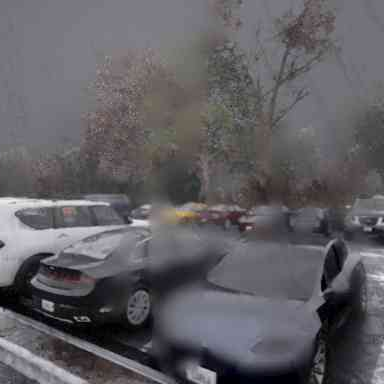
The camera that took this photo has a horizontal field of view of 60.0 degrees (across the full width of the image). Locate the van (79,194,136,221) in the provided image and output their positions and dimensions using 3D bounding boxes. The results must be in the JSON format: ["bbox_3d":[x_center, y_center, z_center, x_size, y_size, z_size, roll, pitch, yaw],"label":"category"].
[{"bbox_3d":[-6.872,1.199,27.560,1.878,1.987,4.442,0,0,36],"label":"van"}]

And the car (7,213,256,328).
[{"bbox_3d":[-0.784,1.456,7.020,2.231,1.521,4.892,0,0,36],"label":"car"}]

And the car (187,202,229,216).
[{"bbox_3d":[2.133,1.445,20.996,2.097,1.535,5.008,0,0,35],"label":"car"}]

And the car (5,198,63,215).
[{"bbox_3d":[-16.001,1.431,33.939,2.097,1.535,5.008,0,0,36],"label":"car"}]

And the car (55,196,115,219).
[{"bbox_3d":[-9.222,1.297,29.054,2.185,1.767,4.553,0,0,35],"label":"car"}]

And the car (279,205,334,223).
[{"bbox_3d":[6.692,1.485,17.794,2.163,1.488,4.792,0,0,35],"label":"car"}]

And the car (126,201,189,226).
[{"bbox_3d":[-2.404,1.475,24.230,2.002,1.452,4.674,0,0,35],"label":"car"}]

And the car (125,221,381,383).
[{"bbox_3d":[1.481,1.492,5.378,2.163,1.488,4.792,0,0,35],"label":"car"}]

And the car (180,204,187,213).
[{"bbox_3d":[-0.241,1.437,22.465,1.946,1.575,5.366,0,0,35],"label":"car"}]

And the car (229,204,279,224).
[{"bbox_3d":[4.389,1.480,19.362,2.163,1.488,4.792,0,0,35],"label":"car"}]

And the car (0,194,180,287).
[{"bbox_3d":[-3.051,1.198,8.674,2.435,2.045,5.566,0,0,35],"label":"car"}]

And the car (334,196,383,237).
[{"bbox_3d":[8.927,1.211,16.134,2.435,2.045,5.566,0,0,35],"label":"car"}]
